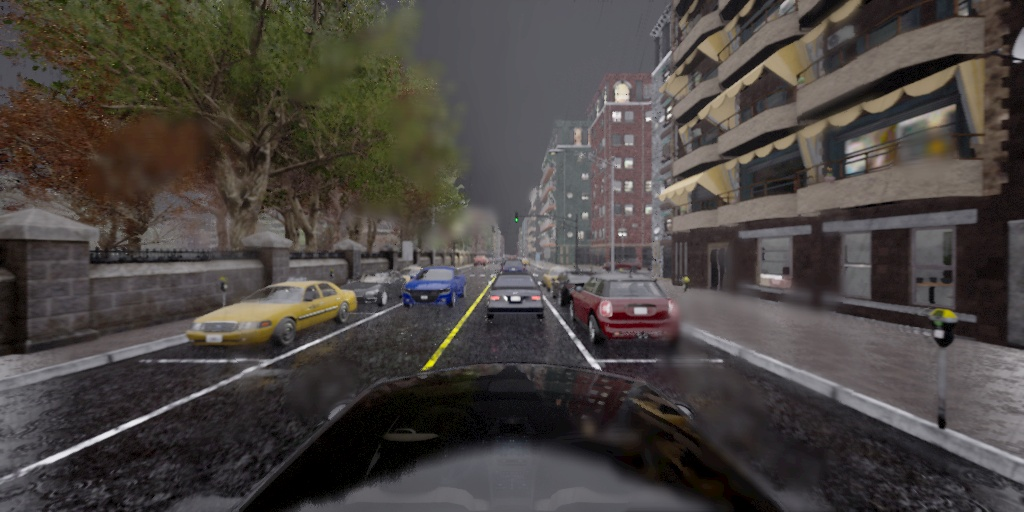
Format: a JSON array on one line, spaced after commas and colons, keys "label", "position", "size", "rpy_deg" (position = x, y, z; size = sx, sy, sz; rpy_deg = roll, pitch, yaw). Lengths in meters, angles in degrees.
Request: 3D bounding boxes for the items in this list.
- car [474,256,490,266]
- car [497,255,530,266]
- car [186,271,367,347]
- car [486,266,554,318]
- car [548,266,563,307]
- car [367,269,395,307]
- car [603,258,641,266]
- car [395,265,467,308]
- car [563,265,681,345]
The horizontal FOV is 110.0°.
[{"label": "car", "position": [-5.686, 0.895, 64.264], "size": [2.192, 1.841, 5.009], "rpy_deg": [0, 0, 0]}, {"label": "car", "position": [0.160, 1.021, 29.165], "size": [2.097, 1.767, 4.553], "rpy_deg": [0, 0, 2]}, {"label": "car", "position": [-5.688, 1.250, 9.268], "size": [1.751, 1.417, 4.829], "rpy_deg": [0, 0, 0]}, {"label": "car", "position": [0.101, 1.262, 12.775], "size": [2.033, 1.411, 5.357], "rpy_deg": [0, 0, 0]}, {"label": "car", "position": [2.693, 1.273, 15.068], "size": [1.948, 1.339, 4.313], "rpy_deg": [0, 0, 0]}, {"label": "car", "position": [-5.688, 1.258, 15.068], "size": [2.007, 1.370, 4.403], "rpy_deg": [0, 0, 0]}, {"label": "car", "position": [14.601, 1.208, 47.679], "size": [5.009, 1.841, 2.192], "rpy_deg": [0, 0, 0]}, {"label": "car", "position": [-3.092, 1.185, 15.138], "size": [1.882, 1.535, 5.008], "rpy_deg": [0, 0, 0]}, {"label": "car", "position": [2.692, 1.165, 9.438], "size": [1.967, 1.591, 4.097], "rpy_deg": [0, 0, 0]}]
